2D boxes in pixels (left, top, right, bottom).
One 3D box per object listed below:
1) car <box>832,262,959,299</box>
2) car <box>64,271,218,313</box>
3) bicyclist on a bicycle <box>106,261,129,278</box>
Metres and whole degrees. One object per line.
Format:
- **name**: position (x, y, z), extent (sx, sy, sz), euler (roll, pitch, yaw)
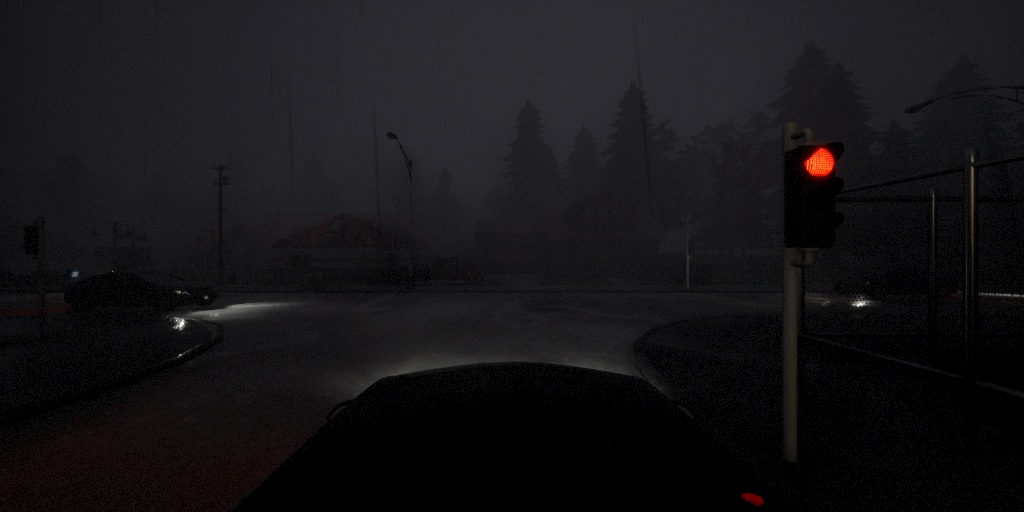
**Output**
- **car**: position (18.727, 1.228, 17.646), extent (5.008, 1.535, 1.882), euler (0, 0, 0)
- **car**: position (-13.798, 1.276, 13.449), extent (4.674, 1.442, 1.812), euler (0, 0, 0)
- **bicyclist on a bicycle**: position (-23.979, 1.098, 21.830), extent (0.582, 1.620, 1.656), euler (0, 0, 0)
